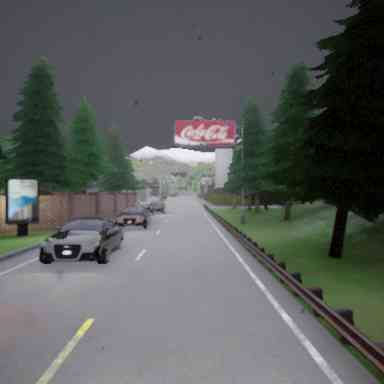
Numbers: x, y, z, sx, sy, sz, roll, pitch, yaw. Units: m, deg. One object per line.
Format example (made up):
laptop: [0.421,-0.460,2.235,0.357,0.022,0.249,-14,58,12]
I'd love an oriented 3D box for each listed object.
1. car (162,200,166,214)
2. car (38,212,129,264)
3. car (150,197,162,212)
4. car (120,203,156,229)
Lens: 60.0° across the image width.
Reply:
car: [-3.899,1.641,37.041,1.837,1.490,4.892,0,-1,0]
car: [-3.712,1.614,11.844,1.994,1.385,4.181,0,0,0]
car: [-3.781,1.310,27.009,1.895,1.301,4.718,0,0,-1]
car: [-3.823,1.649,22.313,1.994,1.385,4.181,0,0,-1]
